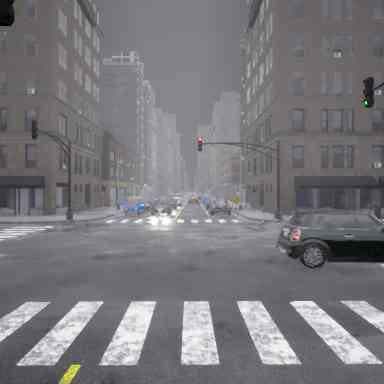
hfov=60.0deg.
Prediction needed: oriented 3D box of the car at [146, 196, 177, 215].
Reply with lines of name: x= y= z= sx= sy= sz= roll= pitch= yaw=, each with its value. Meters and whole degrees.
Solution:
car: x=-2.993 y=1.493 z=33.517 sx=2.128 sy=1.511 sz=4.902 roll=0 pitch=0 yaw=0

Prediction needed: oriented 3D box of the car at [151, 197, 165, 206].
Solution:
car: x=-5.671 y=1.568 z=56.050 sx=1.947 sy=1.339 sz=4.313 roll=0 pitch=0 yaw=0

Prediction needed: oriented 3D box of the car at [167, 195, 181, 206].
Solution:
car: x=-2.953 y=1.494 z=43.762 sx=2.128 sy=1.511 sz=4.902 roll=0 pitch=0 yaw=0

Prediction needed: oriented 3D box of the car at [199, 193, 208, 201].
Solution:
car: x=2.951 y=1.309 z=84.372 sx=2.192 sy=1.841 sz=5.009 roll=0 pitch=0 yaw=0

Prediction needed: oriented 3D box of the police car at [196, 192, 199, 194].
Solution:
police car: x=1.064 y=1.421 z=79.446 sx=1.930 sy=1.638 sz=5.238 roll=0 pitch=0 yaw=-1

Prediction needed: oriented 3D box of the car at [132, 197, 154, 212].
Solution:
car: x=-5.729 y=1.443 z=39.045 sx=1.967 sy=1.590 sz=4.097 roll=0 pitch=0 yaw=0

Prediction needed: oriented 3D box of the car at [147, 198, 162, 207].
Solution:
car: x=-5.690 y=1.585 z=50.381 sx=1.802 sy=1.307 sz=4.206 roll=0 pitch=0 yaw=0

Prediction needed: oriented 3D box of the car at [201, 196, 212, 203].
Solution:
car: x=2.894 y=1.551 z=67.365 sx=2.008 sy=1.369 sz=4.403 roll=0 pitch=0 yaw=0

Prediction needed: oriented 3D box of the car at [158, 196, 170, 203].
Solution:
car: x=-5.632 y=1.566 z=67.386 sx=1.947 sy=1.339 sz=4.313 roll=0 pitch=0 yaw=0

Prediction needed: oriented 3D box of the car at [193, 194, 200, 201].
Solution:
car: x=1.088 y=1.448 z=89.541 sx=1.801 sy=1.575 sz=5.366 roll=0 pitch=0 yaw=0

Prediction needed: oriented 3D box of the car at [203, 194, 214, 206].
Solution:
car: x=2.816 y=1.443 z=44.688 sx=1.967 sy=1.590 sz=4.097 roll=0 pitch=0 yaw=0

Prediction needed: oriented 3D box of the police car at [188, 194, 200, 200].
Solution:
police car: x=0.595 y=1.414 z=95.369 sx=1.930 sy=1.638 sz=5.238 roll=0 pitch=0 yaw=-16

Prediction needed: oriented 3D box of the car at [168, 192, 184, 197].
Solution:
car: x=-2.904 y=1.224 z=54.492 sx=2.150 sy=2.045 sz=5.566 roll=0 pitch=0 yaw=0

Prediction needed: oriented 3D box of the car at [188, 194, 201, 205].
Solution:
car: x=0.301 y=1.528 z=59.493 sx=1.812 sy=1.442 sz=4.674 roll=0 pitch=0 yaw=1

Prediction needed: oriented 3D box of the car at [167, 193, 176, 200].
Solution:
car: x=-5.555 y=1.306 z=90.059 sx=2.192 sy=1.841 sz=5.009 roll=0 pitch=0 yaw=0

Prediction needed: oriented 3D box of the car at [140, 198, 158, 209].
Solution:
car: x=-5.709 y=1.569 z=44.713 sx=1.947 sy=1.339 sz=4.313 roll=0 pitch=0 yaw=0

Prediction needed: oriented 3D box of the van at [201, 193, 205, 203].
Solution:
van: x=2.855 y=1.344 z=56.026 sx=1.690 sy=1.788 sz=3.998 roll=0 pitch=0 yaw=0

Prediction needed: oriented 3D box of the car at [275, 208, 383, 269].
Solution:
car: x=5.122 y=1.363 z=10.688 sx=4.553 sy=1.767 sz=2.097 roll=0 pitch=0 yaw=0

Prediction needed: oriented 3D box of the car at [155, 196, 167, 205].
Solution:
car: x=-5.652 y=1.527 z=61.548 sx=1.752 sy=1.417 sz=4.829 roll=0 pitch=0 yaw=0

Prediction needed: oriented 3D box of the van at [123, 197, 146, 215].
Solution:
van: x=-5.748 y=1.343 z=33.376 sx=1.690 sy=1.788 sz=3.998 roll=0 pitch=0 yaw=0

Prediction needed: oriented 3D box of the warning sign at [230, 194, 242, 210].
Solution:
warning sign: x=5.199 y=1.118 z=39.336 sx=1.300 sy=1.860 sz=1.060 roll=0 pitch=0 yaw=0

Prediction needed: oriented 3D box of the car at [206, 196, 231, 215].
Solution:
car: x=2.778 y=1.442 z=33.350 sx=1.967 sy=1.590 sz=4.097 roll=0 pitch=0 yaw=0

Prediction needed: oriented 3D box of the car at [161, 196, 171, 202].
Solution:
car: x=-5.613 y=1.543 z=73.054 sx=1.887 sy=1.381 sz=4.507 roll=0 pitch=0 yaw=0

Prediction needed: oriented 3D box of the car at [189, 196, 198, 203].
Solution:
car: x=0.291 y=1.601 z=69.737 sx=1.895 sy=1.301 sz=4.718 roll=0 pitch=0 yaw=1
